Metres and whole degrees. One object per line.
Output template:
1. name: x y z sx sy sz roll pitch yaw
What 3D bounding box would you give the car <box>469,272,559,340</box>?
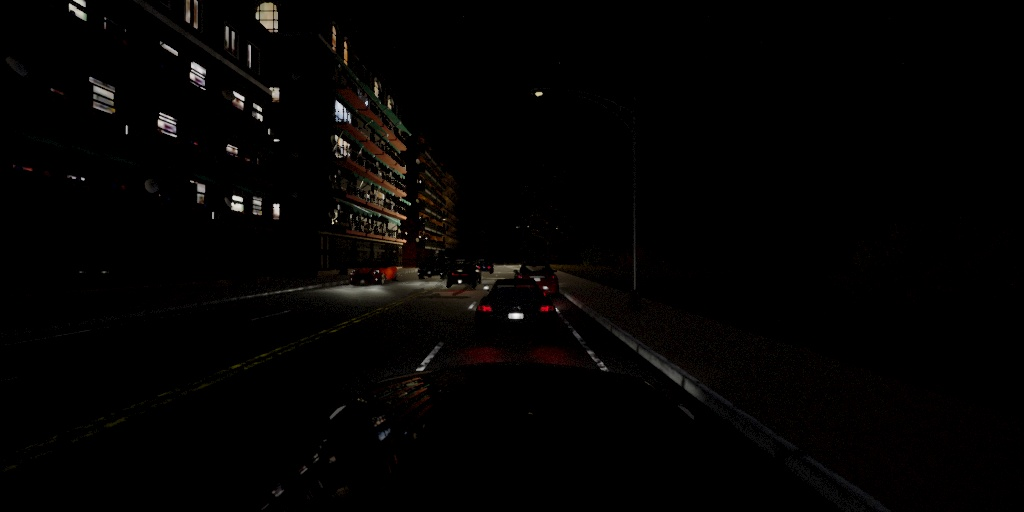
1. car: 0.106 1.315 10.036 1.994 1.385 4.181 0 0 1

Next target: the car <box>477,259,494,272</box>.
1. car: -3.090 1.299 41.809 2.033 1.411 5.357 0 0 0

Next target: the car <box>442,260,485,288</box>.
1. car: -3.119 1.258 23.883 1.837 1.490 4.892 0 0 0

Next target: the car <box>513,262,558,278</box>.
1. car: 1.161 1.103 18.615 2.097 1.767 4.553 0 0 0

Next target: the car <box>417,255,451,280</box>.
1. car: -6.557 0.973 31.177 2.150 2.045 5.566 0 0 0

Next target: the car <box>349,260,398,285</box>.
1. car: -9.816 1.104 25.790 2.097 1.767 4.553 0 0 0
